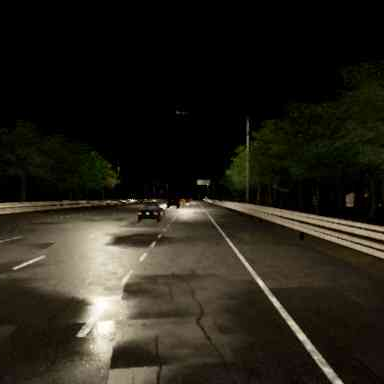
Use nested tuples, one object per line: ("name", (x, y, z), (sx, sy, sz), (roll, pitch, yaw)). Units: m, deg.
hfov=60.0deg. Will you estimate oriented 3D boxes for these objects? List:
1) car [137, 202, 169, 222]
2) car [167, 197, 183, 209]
("car", (-3.429, 1.740, 28.341), (2.033, 1.411, 5.357), (1, -1, 0))
("car", (-3.246, 1.877, 58.992), (2.150, 2.045, 5.566), (1, -1, 0))
